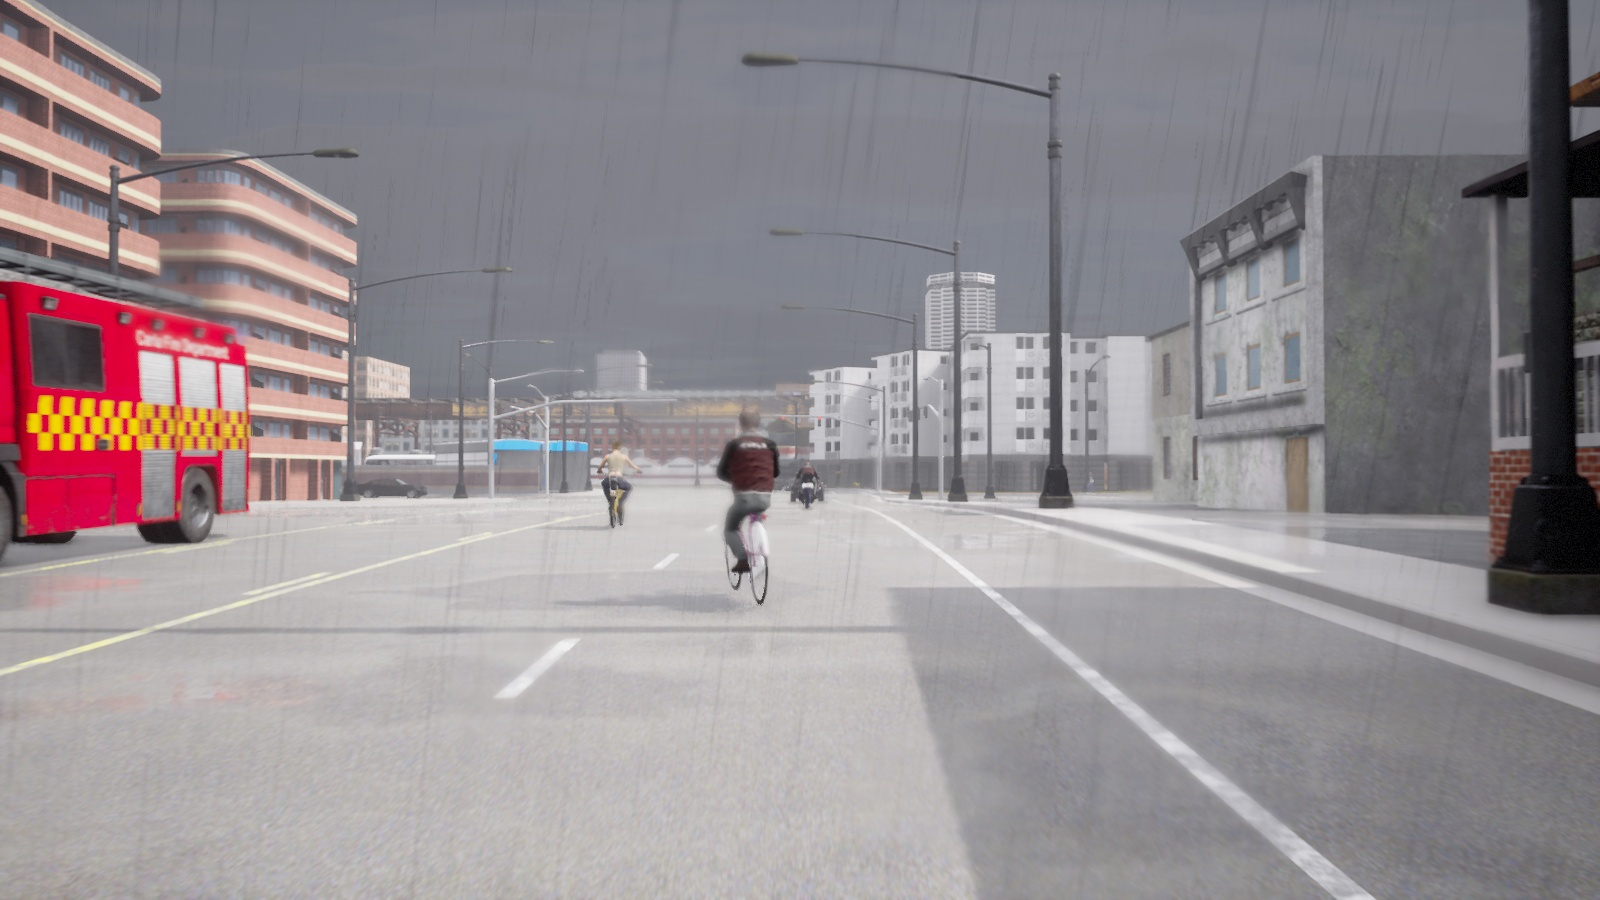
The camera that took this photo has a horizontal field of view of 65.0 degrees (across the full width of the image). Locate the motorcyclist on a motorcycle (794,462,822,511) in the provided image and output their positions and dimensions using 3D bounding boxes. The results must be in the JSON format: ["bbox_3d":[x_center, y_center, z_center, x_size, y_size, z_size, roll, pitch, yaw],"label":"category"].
[{"bbox_3d":[0.249,1.181,40.395,0.866,1.530,2.191,0,-2,0],"label":"motorcyclist on a motorcycle"}]

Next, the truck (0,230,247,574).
[{"bbox_3d":[-10.363,-0.532,15.991,2.891,3.827,8.468,0,0,0],"label":"truck"}]

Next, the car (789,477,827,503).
[{"bbox_3d":[0.447,2.352,74.332,2.163,1.488,4.792,0,-2,0],"label":"car"}]

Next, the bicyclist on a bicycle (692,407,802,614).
[{"bbox_3d":[-0.529,0.513,11.736,0.659,1.776,1.843,0,1,-14],"label":"bicyclist on a bicycle"}]

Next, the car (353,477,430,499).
[{"bbox_3d":[-29.524,2.738,90.817,5.008,1.535,1.882,0,-1,-3],"label":"car"}]

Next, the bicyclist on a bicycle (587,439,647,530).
[{"bbox_3d":[-3.355,0.623,23.120,0.866,1.612,1.509,0,-1,1],"label":"bicyclist on a bicycle"}]
